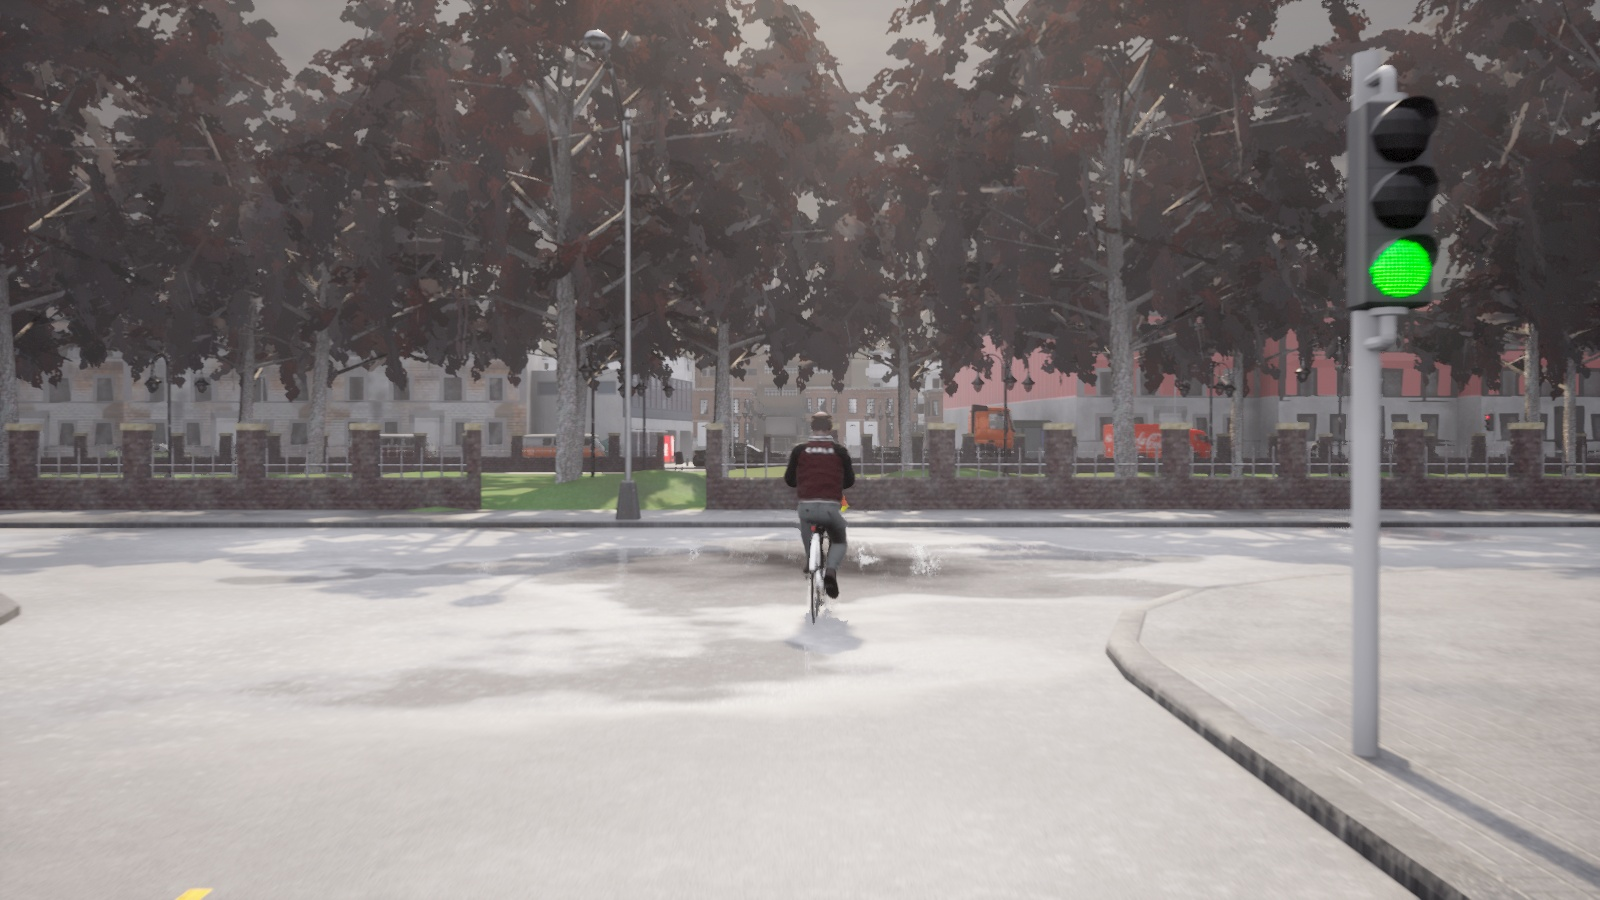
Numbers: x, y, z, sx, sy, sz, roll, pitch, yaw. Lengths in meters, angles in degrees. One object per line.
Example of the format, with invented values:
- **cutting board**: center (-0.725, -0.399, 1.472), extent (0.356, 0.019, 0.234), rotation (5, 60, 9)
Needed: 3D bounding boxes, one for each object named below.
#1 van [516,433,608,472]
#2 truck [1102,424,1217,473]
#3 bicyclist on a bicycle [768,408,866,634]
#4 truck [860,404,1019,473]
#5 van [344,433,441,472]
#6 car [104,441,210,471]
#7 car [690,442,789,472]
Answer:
- **van**: center (-12.333, 0.122, 65.300), extent (4.442, 1.987, 1.775), rotation (0, 0, 0)
- **truck**: center (18.574, -0.092, 65.154), extent (5.204, 2.467, 2.627), rotation (0, 0, 0)
- **bicyclist on a bicycle**: center (0.181, 0.556, 10.893), extent (0.659, 1.776, 1.843), rotation (1, 0, 6)
- **truck**: center (7.164, -0.596, 65.205), extent (7.936, 3.462, 2.891), rotation (0, 0, 0)
- **van**: center (-21.178, 0.112, 65.333), extent (4.442, 1.987, 1.775), rotation (0, 0, 0)
- **car**: center (-33.431, 0.299, 65.375), extent (4.514, 1.525, 2.007), rotation (0, 0, 0)
- **car**: center (-3.107, 0.355, 65.259), extent (5.008, 1.535, 1.882), rotation (0, 0, 0)
